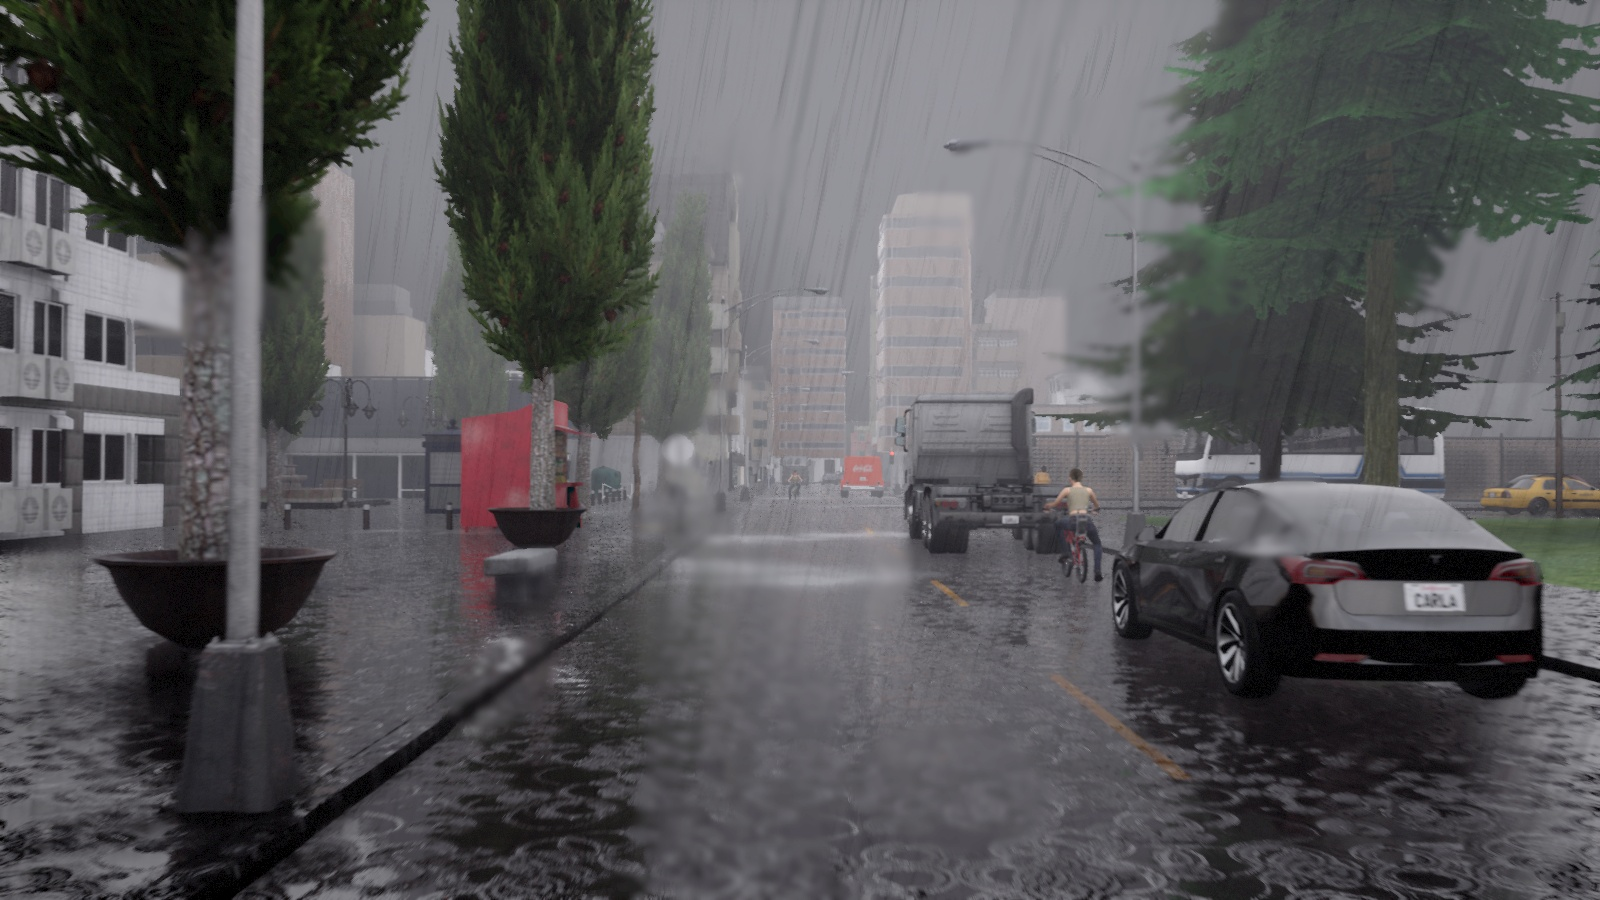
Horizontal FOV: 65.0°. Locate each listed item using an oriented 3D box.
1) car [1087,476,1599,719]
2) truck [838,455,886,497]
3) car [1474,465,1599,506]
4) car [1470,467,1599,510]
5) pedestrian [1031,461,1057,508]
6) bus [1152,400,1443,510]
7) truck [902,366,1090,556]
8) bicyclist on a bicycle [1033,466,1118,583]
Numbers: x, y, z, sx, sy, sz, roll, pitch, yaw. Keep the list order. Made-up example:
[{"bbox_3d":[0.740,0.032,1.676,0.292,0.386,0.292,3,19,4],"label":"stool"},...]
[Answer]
[{"bbox_3d":[3.976,0.970,10.250,2.163,1.488,4.792,0,-1,0],"label":"car"},{"bbox_3d":[3.729,1.594,76.520,2.627,2.467,5.204,0,-1,0],"label":"truck"},{"bbox_3d":[29.999,1.450,51.214,3.988,1.617,1.851,0,-1,0],"label":"car"},{"bbox_3d":[28.373,1.430,47.206,5.366,1.575,1.801,0,-1,0],"label":"car"},{"bbox_3d":[9.758,1.388,50.251,0.874,1.855,0.900,0,-1,0],"label":"pedestrian"},{"bbox_3d":[20.066,0.215,51.218,10.273,4.253,3.944,0,-1,-1],"label":"bus"},{"bbox_3d":[3.897,0.267,26.849,2.891,3.462,7.936,0,-1,1],"label":"truck"},{"bbox_3d":[3.958,1.039,18.154,0.866,1.612,1.509,0,-1,0],"label":"bicyclist on a bicycle"}]
